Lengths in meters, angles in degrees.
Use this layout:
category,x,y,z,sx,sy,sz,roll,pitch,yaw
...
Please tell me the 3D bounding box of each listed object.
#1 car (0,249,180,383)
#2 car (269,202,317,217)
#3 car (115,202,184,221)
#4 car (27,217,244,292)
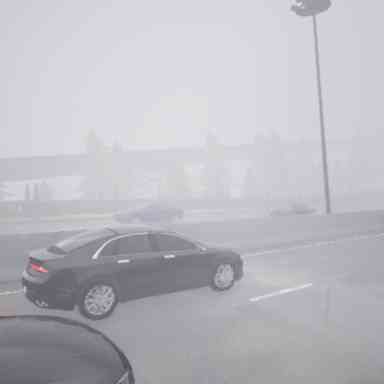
category,x,y,z,sx,sy,sz,roll,pitch,yaw
car,-2.684,1.493,1.832,4.902,1.511,2.128,0,0,-35
car,8.210,1.536,26.923,4.181,1.385,1.994,0,0,-35
car,-2.891,1.464,23.346,5.008,1.535,1.882,0,0,-35
car,-0.995,1.499,7.334,4.892,1.490,1.837,0,0,-35
